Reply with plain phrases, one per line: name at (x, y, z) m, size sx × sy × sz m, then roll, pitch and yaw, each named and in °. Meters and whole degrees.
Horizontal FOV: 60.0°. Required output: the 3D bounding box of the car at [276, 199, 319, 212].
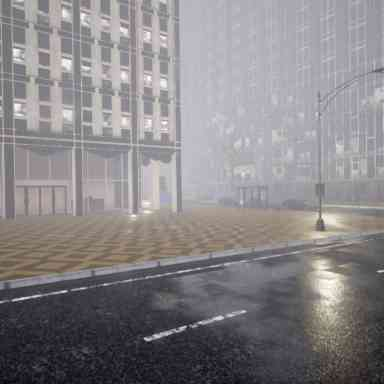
car at (11.675, 1.422, 35.905) m, size 1.947 × 1.339 × 4.313 m, roll -1°, pitch 1°, yaw -34°

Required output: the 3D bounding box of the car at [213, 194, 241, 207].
car at (5.301, 1.317, 45.319) m, size 1.947 × 1.339 × 4.313 m, roll -1°, pitch 1°, yaw -34°

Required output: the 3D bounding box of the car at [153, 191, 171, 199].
car at (-7.055, 0.612, 78.197) m, size 2.192 × 1.841 × 5.009 m, roll 0°, pitch 1°, yaw -34°

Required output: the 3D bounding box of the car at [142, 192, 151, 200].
car at (-10.744, 1.037, 68.771) m, size 2.008 × 1.369 × 4.403 m, roll 0°, pitch 1°, yaw -34°

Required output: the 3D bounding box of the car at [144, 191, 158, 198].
car at (-10.273, 0.683, 82.883) m, size 1.967 × 1.590 × 4.097 m, roll 0°, pitch 1°, yaw -34°

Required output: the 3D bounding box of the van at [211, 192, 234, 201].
van at (5.817, 0.853, 59.457) m, size 1.690 × 1.788 × 3.998 m, roll -1°, pitch 1°, yaw -34°

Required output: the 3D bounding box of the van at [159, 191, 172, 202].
van at (-4.308, 0.935, 59.399) m, size 1.690 × 1.788 × 3.998 m, roll 0°, pitch 1°, yaw -34°

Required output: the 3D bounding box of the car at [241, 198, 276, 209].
car at (8.471, 1.386, 40.602) m, size 1.802 × 1.307 × 4.206 m, roll -1°, pitch 1°, yaw -34°

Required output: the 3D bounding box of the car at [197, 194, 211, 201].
car at (2.600, 1.041, 64.145) m, size 1.802 × 1.307 × 4.206 m, roll -1°, pitch 1°, yaw -34°
